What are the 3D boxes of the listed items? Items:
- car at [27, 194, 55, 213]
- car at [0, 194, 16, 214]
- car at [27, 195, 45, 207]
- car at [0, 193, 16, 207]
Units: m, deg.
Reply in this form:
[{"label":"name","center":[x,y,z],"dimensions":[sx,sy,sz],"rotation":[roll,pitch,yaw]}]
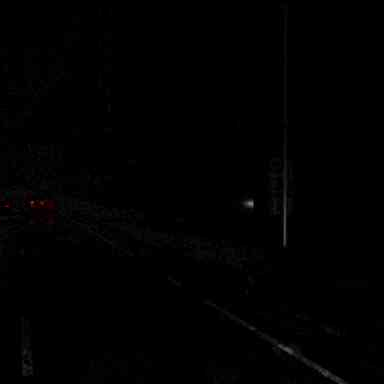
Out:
[{"label":"car","center":[-14.138,0.978,31.148],"dimensions":[2.097,1.767,4.553],"rotation":[0,1,-27]},{"label":"car","center":[-16.806,1.174,29.256],"dimensions":[2.033,1.411,5.357],"rotation":[0,1,-27]},{"label":"car","center":[-19.746,1.085,41.955],"dimensions":[1.895,1.301,4.718],"rotation":[0,1,-27]},{"label":"car","center":[-22.811,0.964,40.820],"dimensions":[2.128,1.511,4.902],"rotation":[0,0,-27]}]
